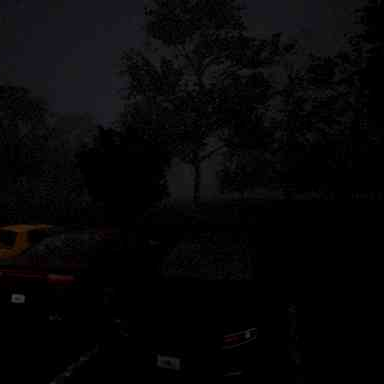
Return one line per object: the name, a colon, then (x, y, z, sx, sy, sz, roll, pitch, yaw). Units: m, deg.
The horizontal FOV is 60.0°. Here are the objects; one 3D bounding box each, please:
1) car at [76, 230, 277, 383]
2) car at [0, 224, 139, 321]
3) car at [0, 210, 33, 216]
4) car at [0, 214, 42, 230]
car: (0.408, 1.507, 5.813, 2.097, 1.535, 5.008, 0, -1, 15)
car: (-2.041, 1.529, 7.508, 2.097, 1.535, 5.008, 0, -1, 15)
car: (-6.910, 1.448, 10.922, 2.185, 1.767, 4.553, 0, -1, 14)
car: (-4.430, 1.551, 9.389, 1.946, 1.575, 5.366, 0, -1, 15)
